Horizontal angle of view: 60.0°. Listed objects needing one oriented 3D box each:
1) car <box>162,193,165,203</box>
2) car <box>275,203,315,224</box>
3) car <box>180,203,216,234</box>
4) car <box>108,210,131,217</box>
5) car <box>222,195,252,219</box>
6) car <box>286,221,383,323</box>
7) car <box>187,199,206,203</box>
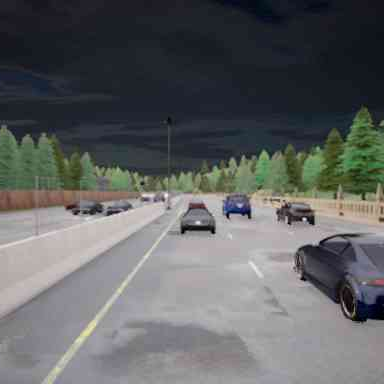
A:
[{"bbox_3d":[-7.020,1.322,72.550,2.150,2.045,5.566,0,0,-1],"label":"car"},{"bbox_3d":[7.414,1.547,24.238,1.837,1.490,4.892,0,0,1],"label":"car"},{"bbox_3d":[0.352,1.596,19.578,1.994,1.385,4.181,0,0,1],"label":"car"},{"bbox_3d":[-6.713,1.596,31.263,2.033,1.411,5.357,0,0,1],"label":"car"},{"bbox_3d":[3.982,1.272,30.081,2.150,2.045,5.566,0,0,1],"label":"car"},{"bbox_3d":[3.687,1.577,7.232,1.994,1.385,4.181,0,0,1],"label":"car"},{"bbox_3d":[0.493,1.538,37.148,1.882,1.535,5.008,0,0,0],"label":"car"}]
